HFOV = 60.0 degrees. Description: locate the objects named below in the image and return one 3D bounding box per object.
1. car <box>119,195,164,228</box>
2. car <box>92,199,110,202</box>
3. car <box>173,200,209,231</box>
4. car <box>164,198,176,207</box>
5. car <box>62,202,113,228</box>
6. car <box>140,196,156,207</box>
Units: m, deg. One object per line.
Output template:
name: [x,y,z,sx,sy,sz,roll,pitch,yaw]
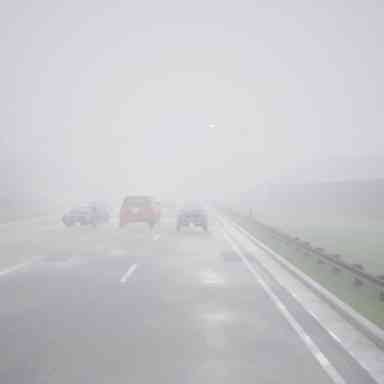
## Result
car: [-3.407,1.232,22.580,2.150,2.045,5.566,0,0,0]
car: [-10.391,1.508,38.205,2.128,1.511,4.902,0,0,0]
car: [0.002,1.515,20.627,1.837,1.490,4.892,0,0,0]
car: [-3.355,1.585,48.099,1.994,1.385,4.181,0,0,0]
car: [-6.906,1.610,22.271,1.895,1.301,4.718,0,0,0]
car: [-6.857,1.500,52.233,1.882,1.535,5.008,0,0,0]
